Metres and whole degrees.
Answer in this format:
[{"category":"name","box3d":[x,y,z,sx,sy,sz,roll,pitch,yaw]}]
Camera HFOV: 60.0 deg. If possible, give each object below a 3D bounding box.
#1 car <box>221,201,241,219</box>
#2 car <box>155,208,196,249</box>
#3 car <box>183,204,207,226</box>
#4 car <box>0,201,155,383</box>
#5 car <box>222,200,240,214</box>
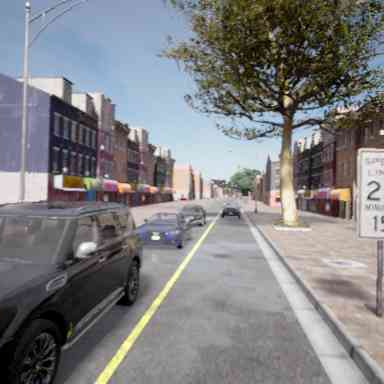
[{"category":"car","box3d":[3.976,1.872,33.598,1.812,1.442,4.674,1,0,8]},{"category":"car","box3d":[-1.182,1.645,15.104,1.994,1.385,4.181,1,0,7]},{"category":"car","box3d":[0.048,1.690,25.197,1.837,1.490,4.892,1,0,7]},{"category":"car","box3d":[-2.377,1.201,5.282,2.150,2.045,5.566,1,0,7]},{"category":"car","box3d":[5.228,1.946,44.263,2.128,1.511,4.902,1,0,7]}]
